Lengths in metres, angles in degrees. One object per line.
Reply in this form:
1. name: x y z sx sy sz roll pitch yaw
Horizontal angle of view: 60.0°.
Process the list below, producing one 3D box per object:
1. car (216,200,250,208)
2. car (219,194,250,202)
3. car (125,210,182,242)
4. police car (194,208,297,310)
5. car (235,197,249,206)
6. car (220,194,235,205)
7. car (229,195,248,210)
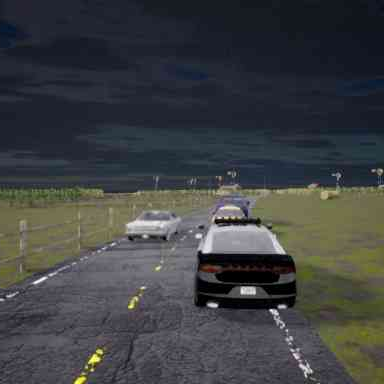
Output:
1. car: 2.048 1.443 17.952 1.801 1.575 5.366 0 0 7
2. car: 2.915 1.206 23.636 2.150 2.045 5.566 0 0 10
3. car: -1.758 1.592 16.410 1.895 1.301 4.718 0 0 7
4. police car: 1.087 1.423 8.071 1.930 1.638 5.238 0 0 4
5. car: 8.118 1.506 53.628 1.994 1.385 4.181 0 0 12
6. car: 6.184 1.289 57.986 2.097 1.767 4.553 0 0 12
7. car: 6.190 1.308 43.886 2.097 1.767 4.553 0 0 12
